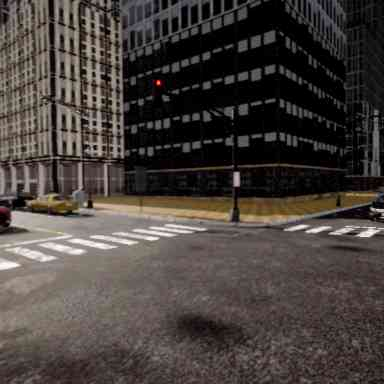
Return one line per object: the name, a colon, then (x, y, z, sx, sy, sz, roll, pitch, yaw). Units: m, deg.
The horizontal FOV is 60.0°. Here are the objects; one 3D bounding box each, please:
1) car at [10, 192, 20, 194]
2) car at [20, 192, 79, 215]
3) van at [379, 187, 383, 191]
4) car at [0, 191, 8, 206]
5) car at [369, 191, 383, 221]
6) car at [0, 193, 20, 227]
car: (-14.089, 0.663, 26.515, 4.313, 1.339, 1.947, 2, 2, 39)
car: (-9.799, 0.739, 23.158, 4.829, 1.417, 1.752, 2, 2, 39)
van: (19.687, 0.365, 33.149, 1.690, 1.788, 3.998, 0, 1, 40)
car: (-18.459, 0.557, 30.047, 4.206, 1.307, 1.802, 2, 2, 39)
car: (11.955, 0.895, 19.741, 2.128, 1.511, 4.902, 0, 2, 40)
car: (-10.768, 0.936, 16.496, 5.008, 1.535, 1.882, 2, 3, 39)
